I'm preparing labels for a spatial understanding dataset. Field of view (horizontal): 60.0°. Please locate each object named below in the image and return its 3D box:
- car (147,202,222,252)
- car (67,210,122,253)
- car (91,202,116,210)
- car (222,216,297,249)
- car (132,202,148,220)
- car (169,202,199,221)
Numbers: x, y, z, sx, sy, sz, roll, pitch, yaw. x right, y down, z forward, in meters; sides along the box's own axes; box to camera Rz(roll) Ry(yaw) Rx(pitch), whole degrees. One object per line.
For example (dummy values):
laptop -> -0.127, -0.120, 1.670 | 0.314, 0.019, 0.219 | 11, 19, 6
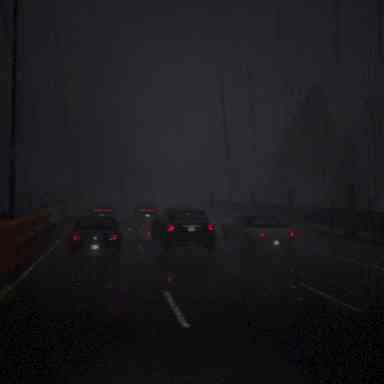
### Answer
car -> -0.524, 1.446, 14.666 | 2.097, 1.767, 4.553 | 1, -1, -14
car -> -3.931, 1.641, 13.845 | 1.895, 1.301, 4.718 | 1, 0, -14
car -> -7.596, 1.597, 28.582 | 1.837, 1.490, 4.892 | 1, 0, -14
car -> 2.861, 1.754, 15.534 | 1.895, 1.301, 4.718 | 1, 0, -14
car -> -4.200, 1.654, 29.429 | 1.837, 1.490, 4.892 | 1, 0, -14
car -> -0.823, 1.728, 30.350 | 1.812, 1.442, 4.674 | 1, 0, -14
